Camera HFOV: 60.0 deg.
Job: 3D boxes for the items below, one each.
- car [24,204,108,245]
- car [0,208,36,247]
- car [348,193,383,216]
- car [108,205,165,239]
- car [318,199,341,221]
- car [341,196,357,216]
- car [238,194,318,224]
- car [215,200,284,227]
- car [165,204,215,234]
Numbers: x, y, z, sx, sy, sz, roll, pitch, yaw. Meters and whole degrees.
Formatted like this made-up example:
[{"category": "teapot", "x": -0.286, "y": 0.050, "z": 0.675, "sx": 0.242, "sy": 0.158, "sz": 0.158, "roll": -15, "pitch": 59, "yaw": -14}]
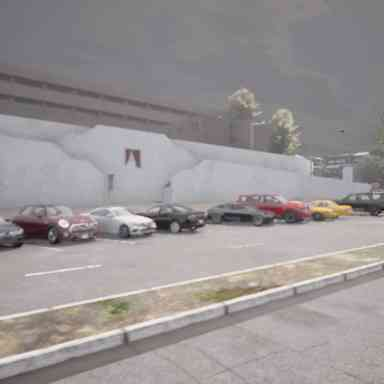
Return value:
[{"category": "car", "x": -6.462, "y": 1.360, "z": 15.667, "sx": 4.553, "sy": 1.767, "sz": 2.185, "roll": -1, "pitch": -1, "yaw": 35}, {"category": "car", "x": -8.879, "y": 1.534, "z": 13.908, "sx": 4.674, "sy": 1.452, "sz": 2.002, "roll": -1, "pitch": -1, "yaw": 35}, {"category": "car", "x": 15.530, "y": 1.138, "z": 31.331, "sx": 5.566, "sy": 2.045, "sz": 2.435, "roll": -1, "pitch": 0, "yaw": 35}, {"category": "car", "x": -3.992, "y": 1.516, "z": 17.390, "sx": 4.674, "sy": 1.452, "sz": 2.002, "roll": -1, "pitch": -1, "yaw": 35}, {"category": "car", "x": 8.385, "y": 1.403, "z": 25.992, "sx": 5.366, "sy": 1.575, "sz": 1.946, "roll": -1, "pitch": -1, "yaw": 35}, {"category": "car", "x": 10.518, "y": 1.400, "z": 27.938, "sx": 5.366, "sy": 1.575, "sz": 1.946, "roll": -1, "pitch": 0, "yaw": 35}, {"category": "car", "x": 5.810, "y": 1.169, "z": 24.346, "sx": 5.566, "sy": 2.045, "sz": 2.435, "roll": -1, "pitch": -1, "yaw": 35}, {"category": "car", "x": 3.368, "y": 1.462, "z": 22.599, "sx": 4.792, "sy": 1.488, "sz": 2.163, "roll": -1, "pitch": -1, "yaw": 35}, {"category": "car", "x": -1.543, "y": 1.463, "z": 19.123, "sx": 5.008, "sy": 1.535, "sz": 2.097, "roll": -1, "pitch": 0, "yaw": 35}]
